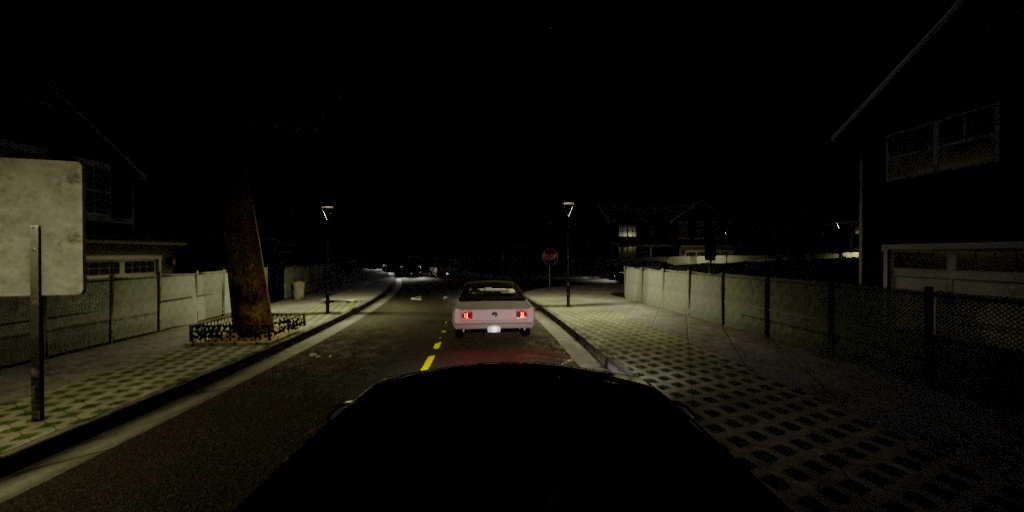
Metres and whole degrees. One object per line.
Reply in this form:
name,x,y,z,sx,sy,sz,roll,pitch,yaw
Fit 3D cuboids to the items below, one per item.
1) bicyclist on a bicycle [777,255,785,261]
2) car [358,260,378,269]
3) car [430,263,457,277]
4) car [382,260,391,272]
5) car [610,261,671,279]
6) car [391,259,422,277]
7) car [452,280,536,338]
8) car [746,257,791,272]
bicyclist on a bicycle,16.596,0.787,22.060,0.582,1.620,1.656,-1,0,-9
car,-22.171,1.299,55.251,1.895,1.301,4.718,0,0,-38
car,-6.673,1.298,34.416,1.895,1.301,4.718,0,0,-22
car,-14.778,1.199,44.271,1.837,1.490,4.892,0,0,-29
car,10.249,1.062,27.044,5.357,1.411,2.033,-1,1,-9
car,-10.159,1.055,34.979,2.097,1.767,4.553,0,0,-24
car,-0.617,1.342,10.194,1.895,1.301,4.718,0,0,-6
car,20.668,0.870,28.720,4.902,1.511,2.128,-1,1,-10
